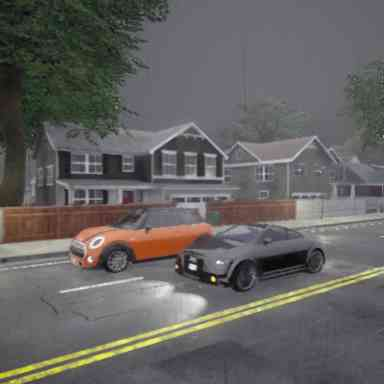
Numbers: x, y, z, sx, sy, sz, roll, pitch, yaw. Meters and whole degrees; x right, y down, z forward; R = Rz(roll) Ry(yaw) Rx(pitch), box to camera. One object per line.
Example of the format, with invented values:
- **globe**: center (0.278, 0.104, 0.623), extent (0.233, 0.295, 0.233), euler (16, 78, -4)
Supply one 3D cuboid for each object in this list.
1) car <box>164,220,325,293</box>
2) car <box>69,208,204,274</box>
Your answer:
- **car**: center (1.642, 1.540, 8.848), extent (4.181, 1.385, 1.994), euler (0, 0, -36)
- **car**: center (-1.465, 1.334, 10.623), extent (4.553, 1.767, 2.097), euler (0, 0, -35)
